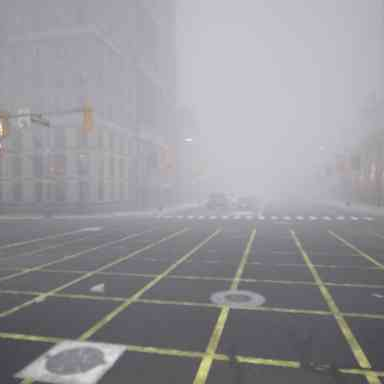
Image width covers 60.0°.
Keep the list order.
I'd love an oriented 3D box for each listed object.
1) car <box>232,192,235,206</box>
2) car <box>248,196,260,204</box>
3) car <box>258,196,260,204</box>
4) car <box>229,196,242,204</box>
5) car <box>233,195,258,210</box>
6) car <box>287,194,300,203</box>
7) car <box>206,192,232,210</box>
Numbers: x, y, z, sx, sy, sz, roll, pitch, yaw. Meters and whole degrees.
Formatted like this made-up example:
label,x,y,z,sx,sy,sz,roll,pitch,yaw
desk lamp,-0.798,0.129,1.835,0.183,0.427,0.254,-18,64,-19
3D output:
label,x,y,z,sx,sy,sz,roll,pitch,yaw
car,5.625,1.087,51.688,2.150,2.045,5.566,-1,0,14
car,11.360,1.392,60.469,1.895,1.301,4.718,-1,0,13
car,8.922,1.379,50.454,2.033,1.411,5.357,-1,0,14
car,8.053,1.426,61.686,1.895,1.301,4.718,-1,0,13
car,6.616,1.362,40.751,2.128,1.511,4.902,-1,0,13
car,18.771,1.061,61.373,2.097,1.767,4.553,-1,0,13
car,3.260,1.127,41.801,2.150,2.045,5.566,-1,0,13
